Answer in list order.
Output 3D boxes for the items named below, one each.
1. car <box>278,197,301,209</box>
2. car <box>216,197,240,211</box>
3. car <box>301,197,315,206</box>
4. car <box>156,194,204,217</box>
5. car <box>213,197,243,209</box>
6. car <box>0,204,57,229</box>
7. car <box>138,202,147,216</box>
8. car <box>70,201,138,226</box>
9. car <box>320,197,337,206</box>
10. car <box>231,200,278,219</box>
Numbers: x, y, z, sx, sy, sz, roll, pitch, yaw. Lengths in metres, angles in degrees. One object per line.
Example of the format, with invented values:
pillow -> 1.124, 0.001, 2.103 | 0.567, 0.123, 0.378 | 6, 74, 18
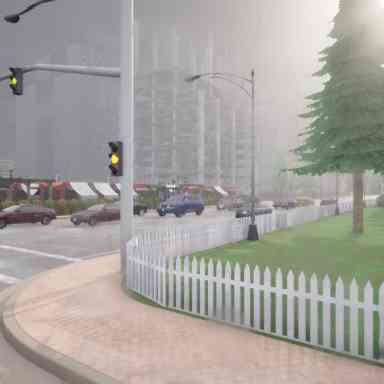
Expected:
car -> 12.473, 1.547, 44.696 | 2.033, 1.411, 5.357 | 0, 0, 34
car -> 4.669, 1.492, 39.694 | 2.128, 1.511, 4.902 | 0, 0, 34
car -> 18.269, 1.478, 53.306 | 1.882, 1.535, 5.008 | 0, 0, 34
car -> -0.964, 1.221, 31.352 | 2.150, 2.045, 5.566 | 0, 0, 34
car -> 5.181, 1.492, 46.672 | 2.128, 1.511, 4.902 | 0, 0, 34
car -> -11.386, 1.526, 22.140 | 1.812, 1.442, 4.674 | 0, 0, 36
car -> -6.169, 1.478, 29.887 | 1.882, 1.535, 5.008 | 0, 0, 34
car -> -6.271, 1.526, 23.431 | 1.812, 1.442, 4.674 | 0, 0, 34
car -> 21.100, 1.526, 51.245 | 1.812, 1.442, 4.674 | 0, 0, 34
car -> 5.269, 1.564, 27.720 | 1.994, 1.385, 4.181 | 0, 0, 34
